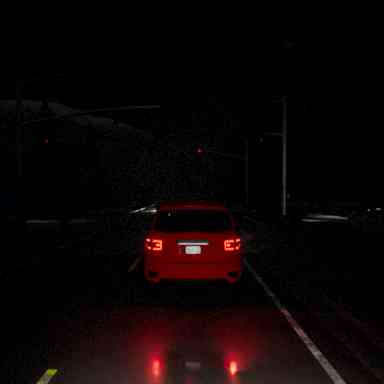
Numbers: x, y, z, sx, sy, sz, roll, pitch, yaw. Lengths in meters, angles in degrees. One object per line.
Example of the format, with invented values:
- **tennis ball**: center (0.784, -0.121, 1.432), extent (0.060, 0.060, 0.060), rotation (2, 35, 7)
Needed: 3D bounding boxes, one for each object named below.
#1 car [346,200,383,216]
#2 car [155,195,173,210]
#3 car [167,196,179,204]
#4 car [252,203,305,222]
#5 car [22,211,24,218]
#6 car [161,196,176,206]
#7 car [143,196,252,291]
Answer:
- **car**: center (16.485, 1.520, 29.977), extent (4.892, 1.490, 1.837), rotation (0, 0, -2)
- **car**: center (-3.692, 1.352, 44.561), extent (2.097, 1.767, 4.553), rotation (0, 0, 0)
- **car**: center (-3.694, 1.564, 64.242), extent (1.994, 1.385, 4.181), rotation (0, 0, 0)
- **car**: center (6.576, 1.579, 25.893), extent (4.181, 1.385, 1.994), rotation (0, 0, -3)
- **car**: center (-14.994, 1.485, 24.331), extent (4.892, 1.490, 1.837), rotation (0, 0, -6)
- **car**: center (-3.709, 1.491, 54.056), extent (2.128, 1.511, 4.902), rotation (0, 0, 0)
- **car**: center (0.038, 1.221, 9.165), extent (2.150, 2.045, 5.566), rotation (0, 0, 0)
